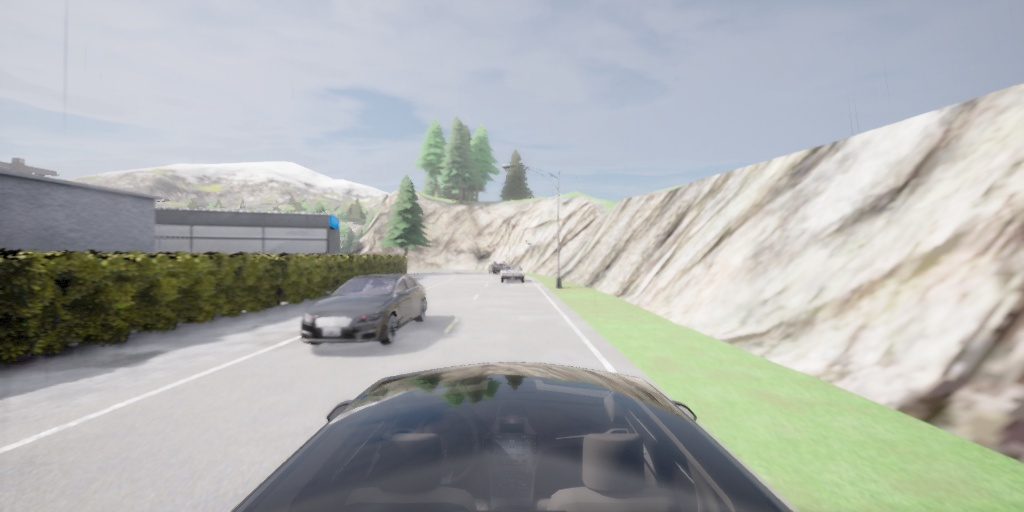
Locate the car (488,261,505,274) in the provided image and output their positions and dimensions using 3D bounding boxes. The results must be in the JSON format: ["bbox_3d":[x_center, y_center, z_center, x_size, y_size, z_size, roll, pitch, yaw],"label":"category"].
[{"bbox_3d":[-1.619,1.292,41.622,2.128,1.511,4.902,0,0,-13],"label":"car"}]

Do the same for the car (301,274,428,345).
[{"bbox_3d":[-3.588,1.251,9.583,2.128,1.511,4.902,0,0,0],"label":"car"}]

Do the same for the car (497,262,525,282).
[{"bbox_3d":[-0.016,1.385,28.928,1.895,1.301,4.718,0,0,-2],"label":"car"}]
